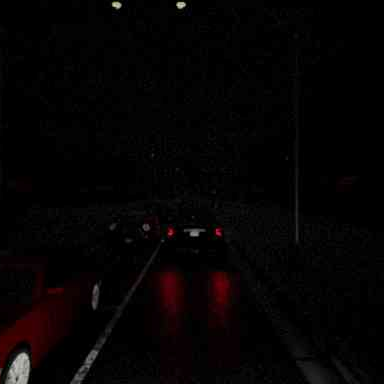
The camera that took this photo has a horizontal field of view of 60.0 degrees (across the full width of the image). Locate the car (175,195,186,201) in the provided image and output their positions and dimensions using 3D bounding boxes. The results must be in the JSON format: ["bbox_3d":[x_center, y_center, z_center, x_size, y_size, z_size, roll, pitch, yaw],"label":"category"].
[{"bbox_3d":[-2.631,1.785,64.030,1.752,1.417,4.829,0,0,0],"label":"car"}]

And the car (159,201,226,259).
[{"bbox_3d":[0.087,1.390,12.933,2.097,1.767,4.553,0,0,0],"label":"car"}]

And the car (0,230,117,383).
[{"bbox_3d":[-2.629,1.558,4.910,1.887,1.381,4.507,1,0,0],"label":"car"}]

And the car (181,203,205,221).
[{"bbox_3d":[0.091,1.695,28.837,1.895,1.301,4.718,0,0,0],"label":"car"}]

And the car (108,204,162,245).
[{"bbox_3d":[-2.629,1.487,15.670,1.967,1.590,4.097,1,0,0],"label":"car"}]

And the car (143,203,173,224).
[{"bbox_3d":[-2.630,1.650,26.430,1.947,1.339,4.313,0,0,0],"label":"car"}]
